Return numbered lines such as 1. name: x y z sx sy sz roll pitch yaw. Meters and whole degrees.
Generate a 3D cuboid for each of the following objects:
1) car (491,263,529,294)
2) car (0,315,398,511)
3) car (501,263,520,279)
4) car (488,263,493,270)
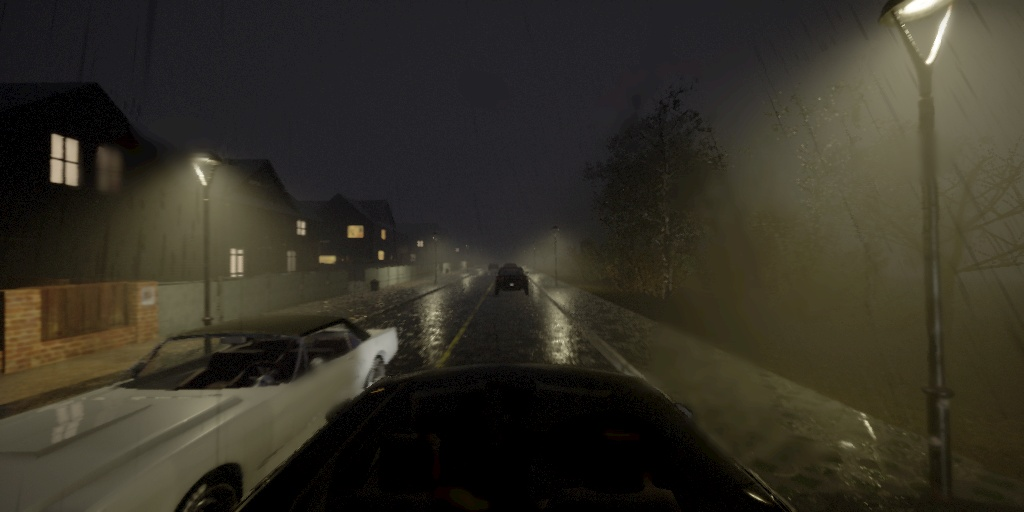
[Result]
1. car: -0.021 1.364 21.393 1.882 1.535 5.008 -1 0 0
2. car: -2.818 1.404 3.772 1.895 1.301 4.718 -1 0 0
3. car: -0.133 1.507 37.576 1.837 1.490 4.892 -1 0 0
4. car: -3.153 1.807 62.413 1.895 1.301 4.718 -1 0 0
